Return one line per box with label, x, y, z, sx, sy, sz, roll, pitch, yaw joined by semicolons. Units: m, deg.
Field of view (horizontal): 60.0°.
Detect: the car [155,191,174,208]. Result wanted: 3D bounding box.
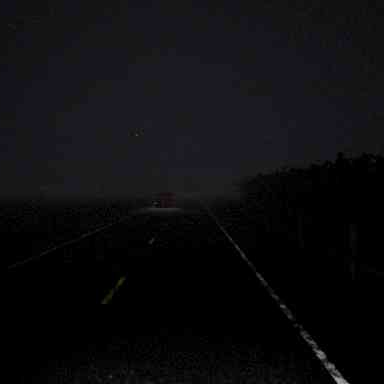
car;-3.578;0.918;43.644;2.150;2.045;5.566;0;0;0
